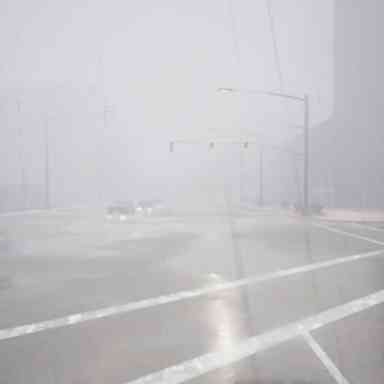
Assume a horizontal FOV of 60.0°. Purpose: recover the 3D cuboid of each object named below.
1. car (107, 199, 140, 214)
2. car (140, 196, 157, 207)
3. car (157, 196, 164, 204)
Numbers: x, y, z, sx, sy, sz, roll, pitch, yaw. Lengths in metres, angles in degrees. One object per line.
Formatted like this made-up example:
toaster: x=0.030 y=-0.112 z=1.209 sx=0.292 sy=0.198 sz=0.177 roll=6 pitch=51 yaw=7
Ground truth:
car: x=-6.908 y=1.431 z=33.168 sx=2.033 sy=1.411 sz=5.357 roll=0 pitch=0 yaw=1
car: x=-6.773 y=1.579 z=49.500 sx=1.895 sy=1.301 sz=4.718 roll=0 pitch=0 yaw=1
car: x=-6.651 y=1.592 z=65.891 sx=2.128 sy=1.511 sz=4.902 roll=0 pitch=0 yaw=0
